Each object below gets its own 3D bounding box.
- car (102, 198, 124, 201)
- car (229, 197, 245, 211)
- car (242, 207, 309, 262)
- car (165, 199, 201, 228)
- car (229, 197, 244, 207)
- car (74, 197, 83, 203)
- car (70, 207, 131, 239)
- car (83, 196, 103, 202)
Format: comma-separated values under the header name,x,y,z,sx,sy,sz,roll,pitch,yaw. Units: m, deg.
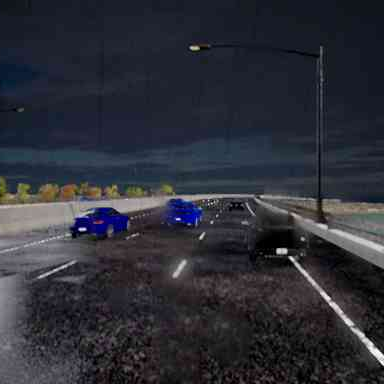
name,x,y,z,sx,sy,sz,roll,pitch,yaw
car,-11.079,1.545,49.892,2.033,1.411,5.357,0,0,8
car,5.467,1.536,40.590,2.033,1.411,5.357,0,0,8
car,2.942,1.498,12.210,1.837,1.490,4.892,0,0,7
car,-0.484,1.467,22.123,1.882,1.535,5.008,0,0,7
car,6.824,1.486,50.840,2.128,1.511,4.902,0,0,8
car,-17.490,1.481,54.345,1.882,1.535,5.008,0,0,9
car,-4.626,1.516,17.213,1.812,1.442,4.674,0,0,7
car,-14.360,1.548,51.622,2.033,1.411,5.357,0,0,8
